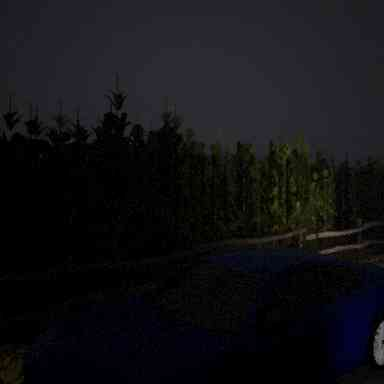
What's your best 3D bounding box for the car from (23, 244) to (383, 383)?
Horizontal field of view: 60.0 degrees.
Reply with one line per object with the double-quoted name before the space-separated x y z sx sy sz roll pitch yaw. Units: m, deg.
"car" 0.707 1.477 4.057 5.008 1.535 1.882 0 0 -37
